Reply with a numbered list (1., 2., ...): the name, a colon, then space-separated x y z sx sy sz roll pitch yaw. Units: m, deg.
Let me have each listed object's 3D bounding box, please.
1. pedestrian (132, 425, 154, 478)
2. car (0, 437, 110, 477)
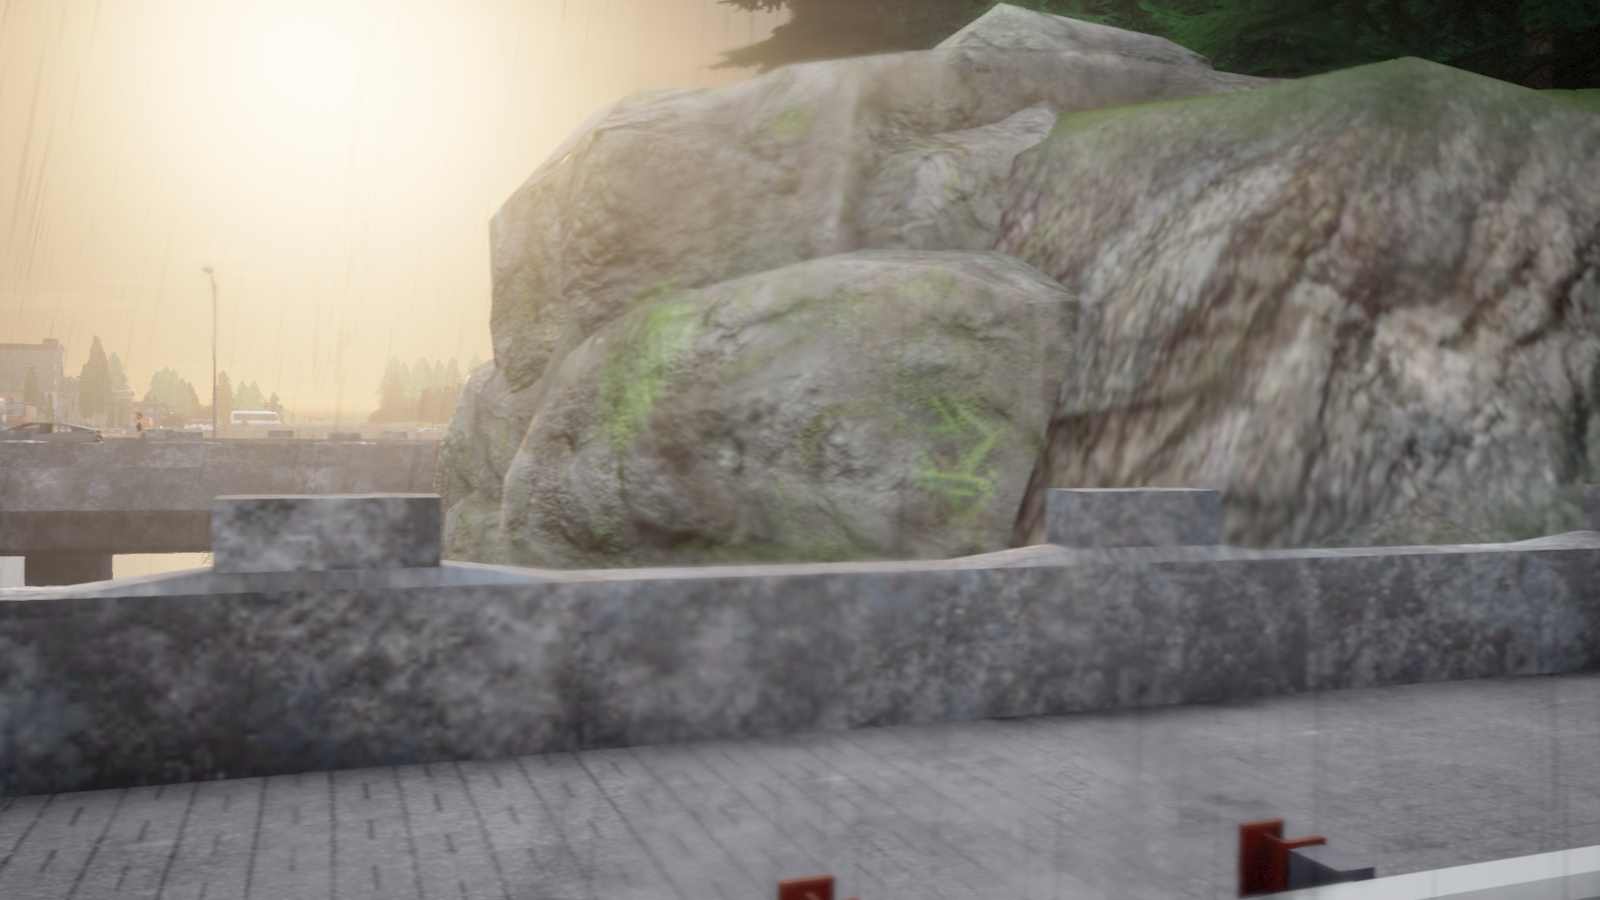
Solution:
1. pedestrian: -22.802 0.045 43.565 0.594 1.836 0.345 -1 1 -36
2. car: -30.005 0.262 49.619 4.514 1.525 2.007 -1 1 -21
